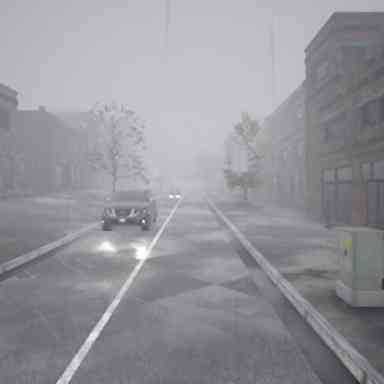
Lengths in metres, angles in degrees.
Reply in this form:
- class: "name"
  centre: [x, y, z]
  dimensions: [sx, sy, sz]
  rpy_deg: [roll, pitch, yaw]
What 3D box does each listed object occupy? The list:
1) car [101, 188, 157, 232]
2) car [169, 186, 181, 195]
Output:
- class: "car"
  centre: [-3.101, 0.821, 17.545]
  dimensions: [2.150, 2.045, 5.566]
  rpy_deg: [0, 2, 0]
- class: "car"
  centre: [-3.051, -0.249, 60.229]
  dimensions: [2.128, 1.511, 4.902]
  rpy_deg: [0, 2, 0]
